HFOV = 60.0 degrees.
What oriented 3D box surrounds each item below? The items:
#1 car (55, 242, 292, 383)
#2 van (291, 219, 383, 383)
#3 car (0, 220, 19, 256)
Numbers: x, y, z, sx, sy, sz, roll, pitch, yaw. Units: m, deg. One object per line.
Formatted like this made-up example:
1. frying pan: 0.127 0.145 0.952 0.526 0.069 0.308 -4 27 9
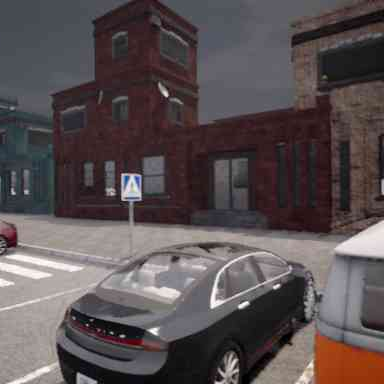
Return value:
1. car: 0.427 1.504 5.047 2.231 1.521 4.892 -1 0 36
2. van: 2.757 1.257 3.529 1.878 1.987 4.442 -1 0 36
3. car: -8.623 1.613 11.504 2.163 1.488 4.792 0 0 36
